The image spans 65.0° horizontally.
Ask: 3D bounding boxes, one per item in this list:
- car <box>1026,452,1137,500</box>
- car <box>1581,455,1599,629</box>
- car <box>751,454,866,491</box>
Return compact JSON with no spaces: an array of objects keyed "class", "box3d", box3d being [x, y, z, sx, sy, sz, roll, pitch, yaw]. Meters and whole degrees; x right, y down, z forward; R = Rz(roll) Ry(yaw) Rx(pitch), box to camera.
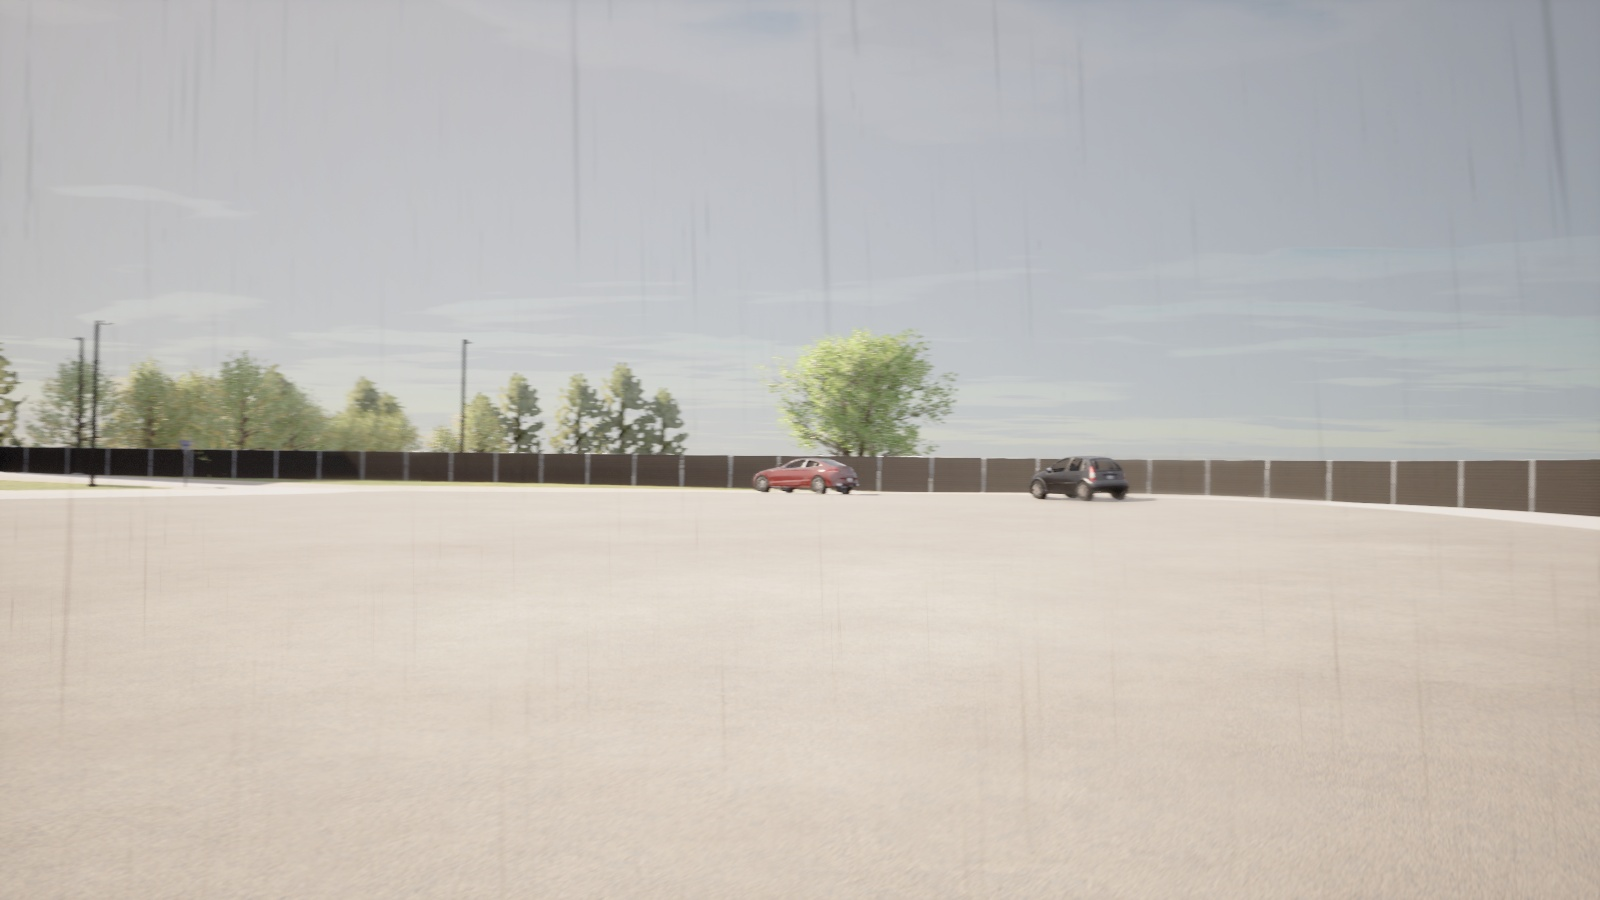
[{"class":"car","box3d":[10.234,0.940,45.996,1.851,1.617,3.988,-1,0,-26]},{"class":"car","box3d":[9.034,0.790,12.182,2.163,1.488,4.792,-1,0,36]},{"class":"car","box3d":[0.354,1.031,57.444,5.027,1.651,2.152,0,-2,39]}]
